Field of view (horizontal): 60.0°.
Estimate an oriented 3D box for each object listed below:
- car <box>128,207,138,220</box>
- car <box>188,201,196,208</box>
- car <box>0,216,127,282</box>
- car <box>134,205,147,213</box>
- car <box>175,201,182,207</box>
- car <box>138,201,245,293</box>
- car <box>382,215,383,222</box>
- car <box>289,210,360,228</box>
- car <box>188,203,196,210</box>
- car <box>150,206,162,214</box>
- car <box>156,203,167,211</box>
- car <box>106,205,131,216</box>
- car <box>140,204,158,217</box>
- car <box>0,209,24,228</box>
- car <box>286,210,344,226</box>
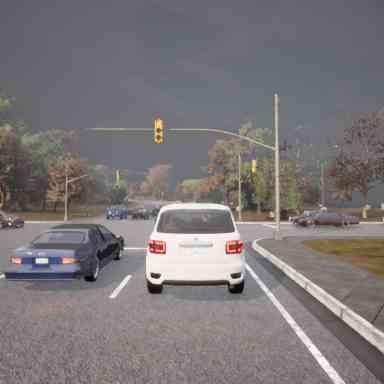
[{"bbox_3d":[-7.070,3.148,45.822,1.895,1.301,4.718,0,-2,-1],"label":"car"},{"bbox_3d":[-0.085,3.295,87.819,1.837,1.490,4.892,0,0,-3],"label":"car"},{"bbox_3d":[-3.414,1.665,10.057,2.033,1.411,5.357,0,-1,0],"label":"car"},{"bbox_3d":[-10.484,3.486,67.869,1.895,1.301,4.718,0,0,0],"label":"car"},{"bbox_3d":[-3.561,3.101,87.467,1.882,1.535,5.008,0,0,-3],"label":"car"},{"bbox_3d":[0.086,1.321,9.202,2.150,2.045,5.566,0,-1,0],"label":"car"},{"bbox_3d":[21.430,2.508,33.029,4.902,1.511,2.128,0,-3,-3],"label":"car"},{"bbox_3d":[11.727,2.390,29.154,5.357,1.411,2.033,0,-3,-1],"label":"car"},{"bbox_3d":[0.029,3.339,77.667,1.837,1.490,4.892,0,0,0],"label":"car"},{"bbox_3d":[-7.016,3.487,65.271,1.895,1.301,4.718,0,0,1],"label":"car"},{"bbox_3d":[-6.972,3.388,75.969,2.033,1.411,5.357,0,0,0],"label":"car"},{"bbox_3d":[-10.590,2.813,47.183,2.150,2.045,5.566,0,-2,-2],"label":"car"},{"bbox_3d":[-7.069,3.012,55.350,2.150,2.045,5.566,0,-1,0],"label":"car"},{"bbox_3d":[-15.967,2.089,26.820,4.553,1.767,2.097,0,-3,9],"label":"car"},{"bbox_3d":[12.008,2.491,32.669,4.902,1.511,2.128,0,-3,-1],"label":"car"}]
